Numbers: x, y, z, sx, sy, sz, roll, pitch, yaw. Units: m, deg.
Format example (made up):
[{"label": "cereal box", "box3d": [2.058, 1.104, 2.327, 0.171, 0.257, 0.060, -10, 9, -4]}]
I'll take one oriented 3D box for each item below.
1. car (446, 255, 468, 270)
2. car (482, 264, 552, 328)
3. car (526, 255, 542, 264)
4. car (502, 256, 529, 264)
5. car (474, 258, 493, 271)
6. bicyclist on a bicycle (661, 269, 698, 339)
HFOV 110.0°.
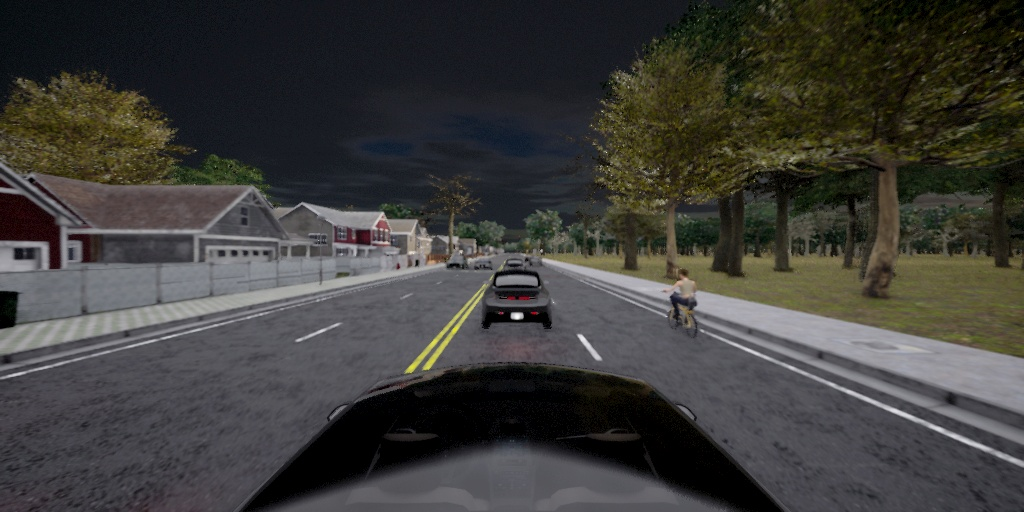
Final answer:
[{"label": "car", "box3d": [-6.437, 0.686, 42.389, 2.097, 1.767, 4.553, 0, 1, 0]}, {"label": "car", "box3d": [0.130, 1.161, 10.999, 1.837, 1.490, 4.892, 0, 1, 0]}, {"label": "car", "box3d": [3.546, 0.717, 54.641, 2.128, 1.511, 4.902, 0, 1, 0]}, {"label": "car", "box3d": [0.200, 0.982, 29.196, 1.837, 1.490, 4.892, 0, 1, 0]}, {"label": "car", "box3d": [-3.195, 0.918, 41.009, 1.994, 1.385, 4.181, 0, 1, 0]}, {"label": "bicyclist on a bicycle", "box3d": [4.199, 1.121, 8.870, 0.866, 1.612, 1.509, 0, 1, 0]}]
